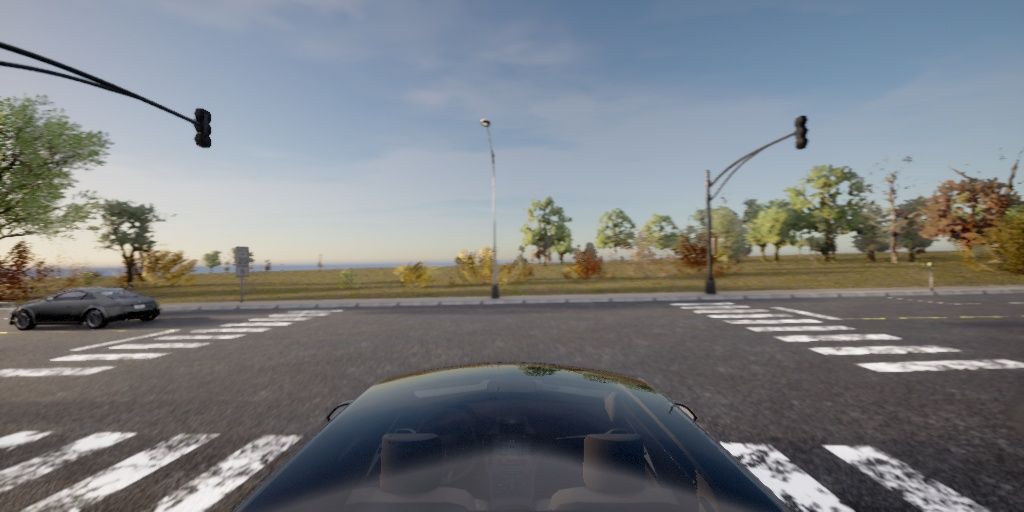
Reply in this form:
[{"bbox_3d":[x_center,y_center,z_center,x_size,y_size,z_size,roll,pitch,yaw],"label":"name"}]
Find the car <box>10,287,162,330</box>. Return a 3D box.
[{"bbox_3d":[-15.826,1.903,13.440,4.181,1.385,1.994,-2,-1,3],"label":"car"}]
